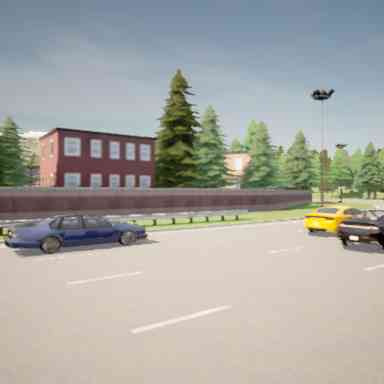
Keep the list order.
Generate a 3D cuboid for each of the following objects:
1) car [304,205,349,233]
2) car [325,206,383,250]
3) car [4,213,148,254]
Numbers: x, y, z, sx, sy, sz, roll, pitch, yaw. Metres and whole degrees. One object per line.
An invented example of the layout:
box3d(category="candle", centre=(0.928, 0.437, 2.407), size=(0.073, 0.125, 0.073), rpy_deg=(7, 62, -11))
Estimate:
box3d(category="car", centre=(8.246, 1.484, 18.374), size=(5.008, 1.535, 1.882), rpy_deg=(0, 0, -38))
box3d(category="car", centre=(7.961, 1.497, 13.779), size=(4.902, 1.511, 2.128), rpy_deg=(0, 0, -36))
box3d(category="car", centre=(-4.495, 1.548, 13.441), size=(5.357, 1.411, 2.033), rpy_deg=(0, 0, -36))
